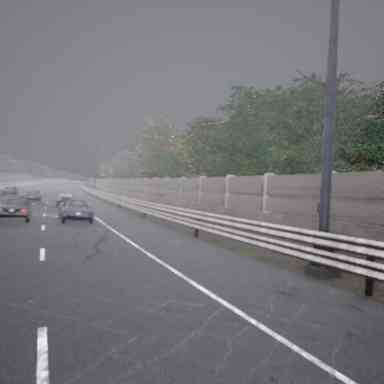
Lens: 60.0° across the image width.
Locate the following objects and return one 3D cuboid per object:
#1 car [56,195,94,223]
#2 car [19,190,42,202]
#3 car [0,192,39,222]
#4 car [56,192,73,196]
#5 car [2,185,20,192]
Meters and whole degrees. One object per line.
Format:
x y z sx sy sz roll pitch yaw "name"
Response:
-7.626 1.204 21.809 1.994 1.385 4.181 3 0 -24 "car"
-18.557 0.410 38.700 1.994 1.385 4.181 3 1 -23 "car"
-11.006 0.998 20.818 2.033 1.411 5.357 3 0 -23 "car"
-13.035 0.741 34.437 1.812 1.442 4.674 3 1 -23 "car"
-26.256 -0.223 48.313 2.128 1.511 4.902 3 1 -22 "car"
